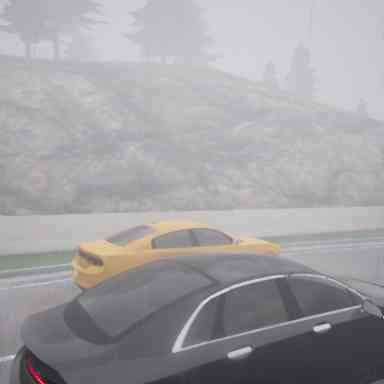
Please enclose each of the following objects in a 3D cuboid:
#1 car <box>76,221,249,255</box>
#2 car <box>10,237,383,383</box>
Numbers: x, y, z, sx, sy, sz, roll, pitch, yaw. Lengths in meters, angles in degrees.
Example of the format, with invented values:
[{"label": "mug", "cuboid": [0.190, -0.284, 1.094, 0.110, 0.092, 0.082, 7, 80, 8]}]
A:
[{"label": "car", "cuboid": [-0.104, 1.405, 7.676, 5.008, 1.535, 1.882, 0, 0, -31]}, {"label": "car", "cuboid": [0.715, 1.471, 3.806, 4.892, 1.490, 1.837, 0, 0, -32]}]
